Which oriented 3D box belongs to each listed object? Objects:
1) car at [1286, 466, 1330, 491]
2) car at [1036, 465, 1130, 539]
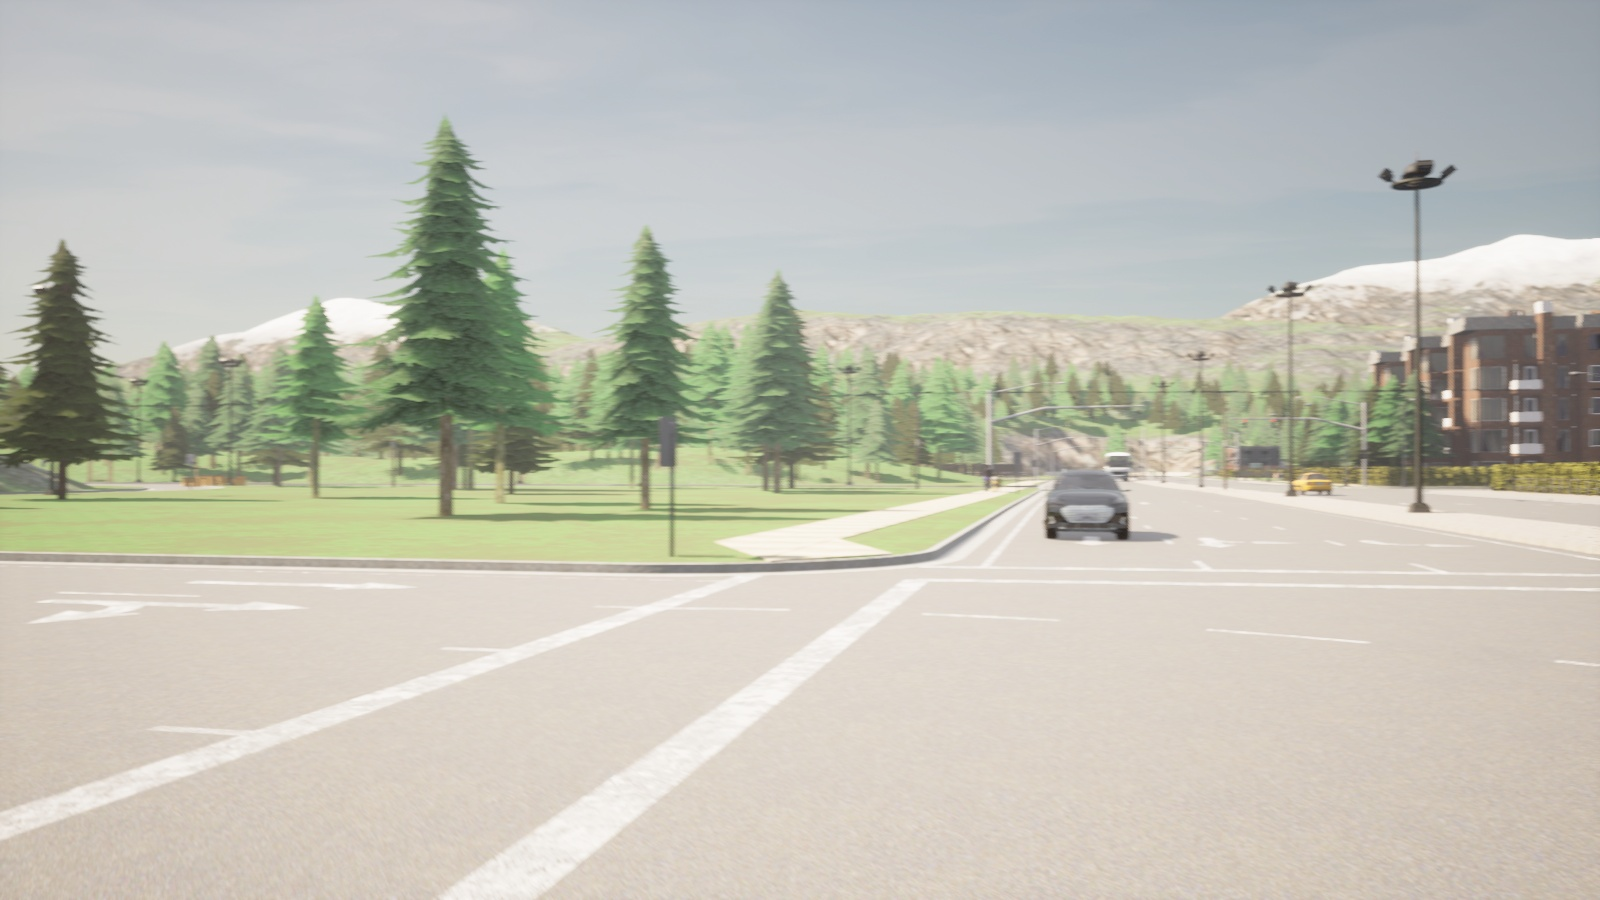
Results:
[{"bbox_3d":[33.258,1.875,82.366,1.801,1.575,5.366,-1,-1,12],"label":"car"},{"bbox_3d":[6.783,1.196,30.332,2.033,1.649,4.856,-1,-1,12],"label":"car"}]
